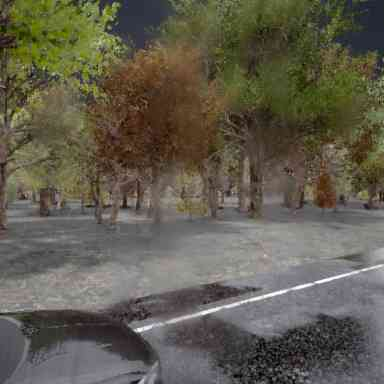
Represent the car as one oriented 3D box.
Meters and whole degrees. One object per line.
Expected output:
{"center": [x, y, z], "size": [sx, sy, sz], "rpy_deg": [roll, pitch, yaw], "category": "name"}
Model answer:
{"center": [-2.461, 1.492, 1.985], "size": [4.902, 1.511, 2.128], "rpy_deg": [0, 0, -36], "category": "car"}
